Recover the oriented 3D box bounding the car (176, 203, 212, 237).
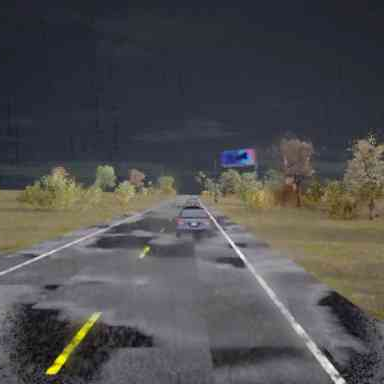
[{"bbox_3d":[0.100,1.554,18.135,2.033,1.411,5.357,0,0,0],"label":"car"}]

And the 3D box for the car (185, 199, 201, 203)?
[{"bbox_3d":[0.101,1.569,42.600,2.033,1.411,5.357,0,0,0],"label":"car"}]
